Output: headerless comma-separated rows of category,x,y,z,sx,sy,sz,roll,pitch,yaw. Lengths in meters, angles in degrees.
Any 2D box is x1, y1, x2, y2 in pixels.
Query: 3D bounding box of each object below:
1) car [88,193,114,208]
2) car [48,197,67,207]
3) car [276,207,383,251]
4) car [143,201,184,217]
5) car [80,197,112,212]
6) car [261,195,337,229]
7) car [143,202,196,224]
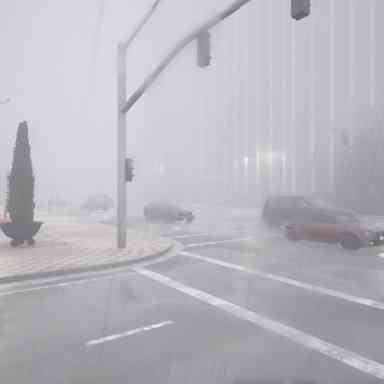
car,-12.841,1.222,46.225,2.150,2.045,5.566,0,0,-37
car,-20.982,1.482,51.658,1.882,1.535,5.008,0,0,-36
car,6.026,1.564,14.239,1.994,1.385,4.181,0,0,-36
car,-2.853,1.601,32.377,1.895,1.301,4.718,0,0,-36
car,-11.168,1.601,37.918,1.895,1.301,4.718,0,0,-36
car,6.584,1.223,19.384,2.150,2.045,5.566,0,0,-36
car,-1.768,1.601,24.901,1.895,1.301,4.718,0,0,-36
